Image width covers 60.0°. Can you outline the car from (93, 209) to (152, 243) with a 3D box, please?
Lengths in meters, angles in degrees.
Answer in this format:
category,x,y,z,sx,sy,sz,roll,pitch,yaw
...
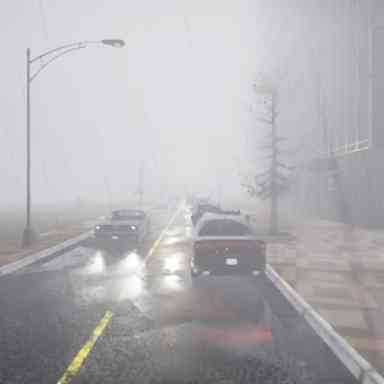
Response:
category,x,y,z,sx,sy,sz,roll,pitch,yaw
car,-3.086,1.508,15.561,1.895,1.301,4.718,0,0,0

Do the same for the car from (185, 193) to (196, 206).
category,x,y,z,sx,sy,sz,roll,pitch,yaw
car,0.066,1.243,47.631,1.812,1.442,4.674,0,0,0

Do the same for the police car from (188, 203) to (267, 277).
category,x,y,z,sx,sy,sz,roll,pitch,yaw
police car,0.909,1.365,10.165,1.930,1.638,5.238,0,0,0

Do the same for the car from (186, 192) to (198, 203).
category,x,y,z,sx,sy,sz,roll,pitch,yaw
car,0.056,0.989,61.082,2.097,1.767,4.553,0,0,0

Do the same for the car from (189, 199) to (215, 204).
category,x,y,z,sx,sy,sz,roll,pitch,yaw
car,0.918,1.386,20.055,1.837,1.490,4.892,0,0,0

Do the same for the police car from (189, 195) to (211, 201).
category,x,y,z,sx,sy,sz,roll,pitch,yaw
police car,0.924,1.270,26.165,1.930,1.638,5.238,0,0,0

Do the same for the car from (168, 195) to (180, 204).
category,x,y,z,sx,sy,sz,roll,pitch,yaw
car,-3.021,1.187,56.926,1.812,1.442,4.674,0,0,0
